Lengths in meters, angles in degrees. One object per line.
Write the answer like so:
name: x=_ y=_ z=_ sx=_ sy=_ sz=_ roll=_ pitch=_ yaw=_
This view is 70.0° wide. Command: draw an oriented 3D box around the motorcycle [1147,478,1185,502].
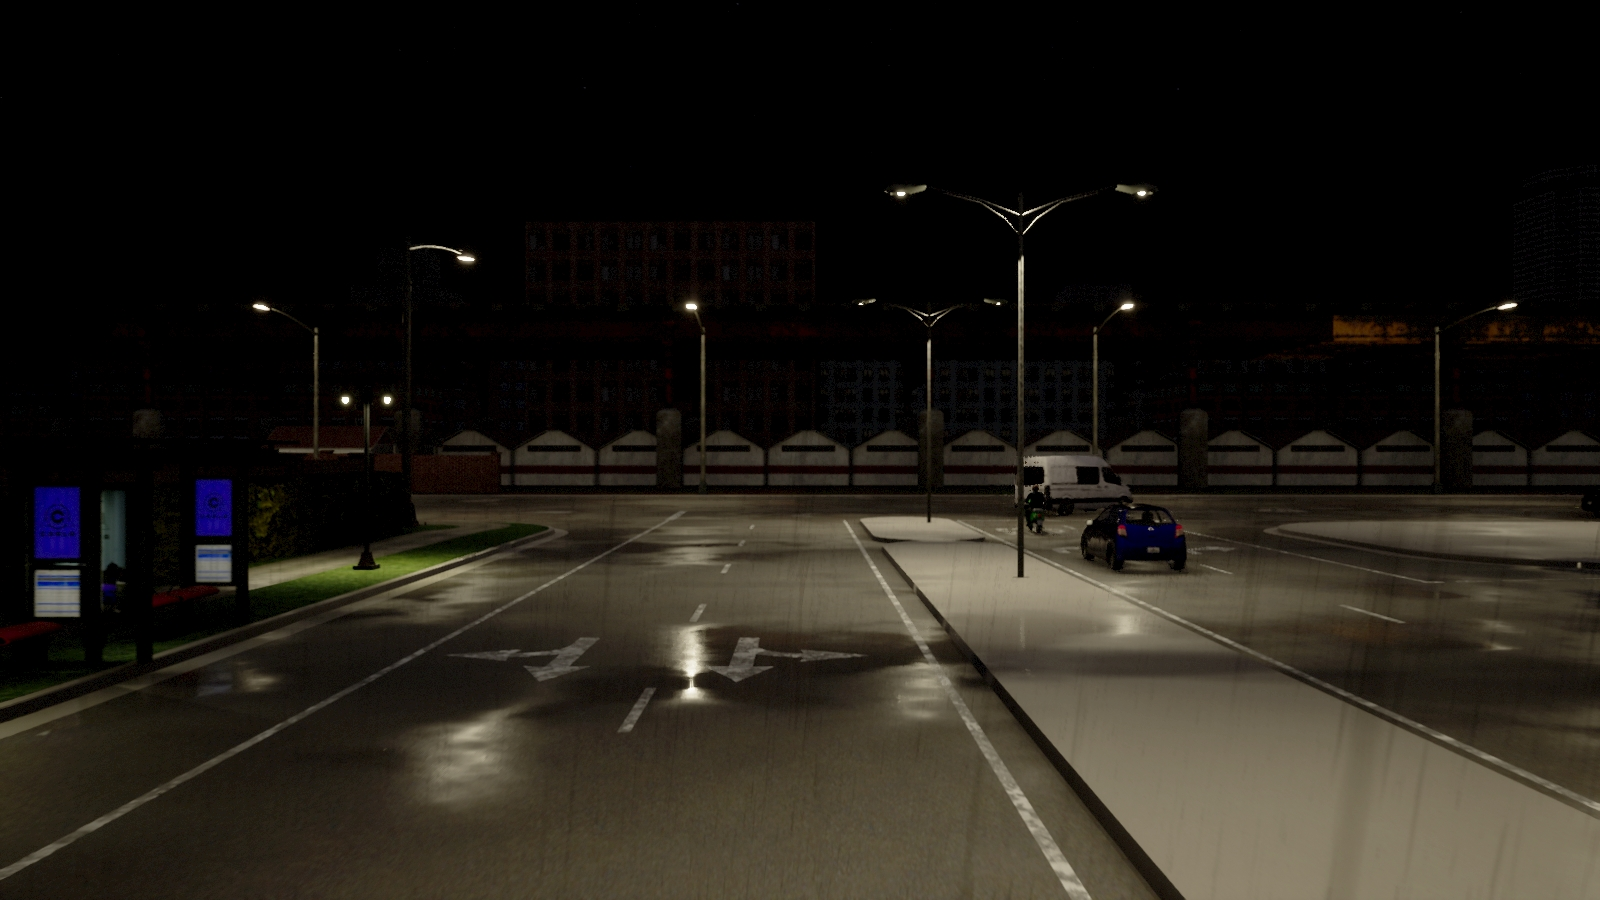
motorcycle: x=20.055 y=2.190 z=62.643 sx=1.805 sy=1.236 sz=0.856 roll=0 pitch=0 yaw=0

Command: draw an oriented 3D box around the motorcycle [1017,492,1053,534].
motorcycle: x=7.998 y=2.134 z=38.935 sx=0.856 sy=1.341 sz=1.805 roll=0 pitch=0 yaw=0

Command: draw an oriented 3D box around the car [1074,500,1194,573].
car: x=8.006 y=2.041 z=27.712 sx=1.845 sy=1.501 sz=3.633 roll=0 pitch=0 yaw=0
